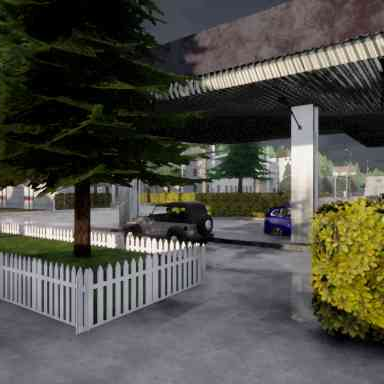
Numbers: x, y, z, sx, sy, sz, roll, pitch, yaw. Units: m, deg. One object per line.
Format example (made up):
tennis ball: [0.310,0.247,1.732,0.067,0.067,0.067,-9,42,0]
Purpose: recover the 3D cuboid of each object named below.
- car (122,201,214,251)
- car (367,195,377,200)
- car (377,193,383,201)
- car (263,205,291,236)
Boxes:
car: [-0.981,1.313,13.836,3.866,1.878,1.905,0,0,35]
car: [33.036,1.298,60.262,2.007,1.523,4.514,0,0,35]
car: [25.773,1.077,43.521,1.905,1.878,3.866,0,0,35]
car: [5.820,1.480,15.985,4.611,1.667,2.242,0,0,35]
